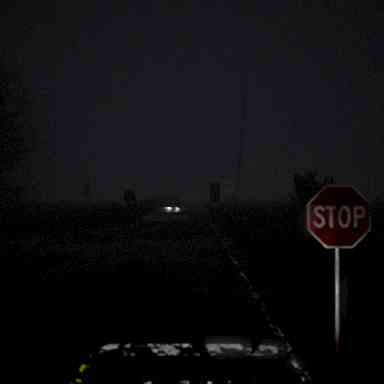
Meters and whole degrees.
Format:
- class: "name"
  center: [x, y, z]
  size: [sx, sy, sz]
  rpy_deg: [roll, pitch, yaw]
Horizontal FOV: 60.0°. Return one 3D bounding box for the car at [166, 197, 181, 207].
- class: "car"
  center: [-2.717, 1.486, 49.819]
  size: [1.994, 1.385, 4.181]
  rpy_deg: [0, 0, 0]
